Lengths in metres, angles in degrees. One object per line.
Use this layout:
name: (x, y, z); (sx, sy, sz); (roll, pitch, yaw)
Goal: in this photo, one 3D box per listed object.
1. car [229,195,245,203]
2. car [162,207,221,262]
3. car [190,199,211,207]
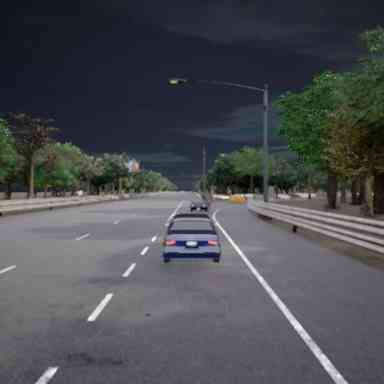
car: (8.156, 1.220, 59.648); (1.882, 1.535, 5.008); (0, 0, 25)
car: (-0.013, 1.493, 11.876); (2.033, 1.411, 5.357); (0, 0, 0)
car: (1.040, 1.435, 36.564); (1.895, 1.301, 4.718); (0, 0, 9)
